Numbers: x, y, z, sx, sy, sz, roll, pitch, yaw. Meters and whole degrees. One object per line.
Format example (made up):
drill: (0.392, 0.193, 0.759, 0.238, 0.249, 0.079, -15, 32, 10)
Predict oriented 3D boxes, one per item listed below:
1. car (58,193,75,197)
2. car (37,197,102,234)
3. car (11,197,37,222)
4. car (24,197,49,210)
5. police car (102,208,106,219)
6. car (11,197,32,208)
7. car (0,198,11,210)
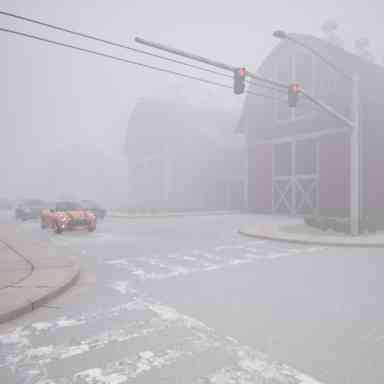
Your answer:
car: (-18.459, 1.160, 47.364, 3.866, 1.878, 1.905, -2, 5, 11)
car: (-7.278, 1.342, 19.422, 2.097, 1.767, 4.553, 0, 0, -37)
car: (-12.775, 1.347, 26.789, 2.097, 1.767, 4.553, 0, 0, -37)
car: (-19.928, 1.432, 42.420, 1.882, 1.535, 5.008, -1, 0, -37)
police car: (-8.984, 1.515, 27.726, 2.038, 1.542, 4.974, 0, 0, -37)
car: (-25.761, 1.557, 50.182, 2.033, 1.411, 5.357, 0, 0, -37)
car: (-23.513, 1.493, 41.254, 1.837, 1.490, 4.892, 0, 0, -36)
